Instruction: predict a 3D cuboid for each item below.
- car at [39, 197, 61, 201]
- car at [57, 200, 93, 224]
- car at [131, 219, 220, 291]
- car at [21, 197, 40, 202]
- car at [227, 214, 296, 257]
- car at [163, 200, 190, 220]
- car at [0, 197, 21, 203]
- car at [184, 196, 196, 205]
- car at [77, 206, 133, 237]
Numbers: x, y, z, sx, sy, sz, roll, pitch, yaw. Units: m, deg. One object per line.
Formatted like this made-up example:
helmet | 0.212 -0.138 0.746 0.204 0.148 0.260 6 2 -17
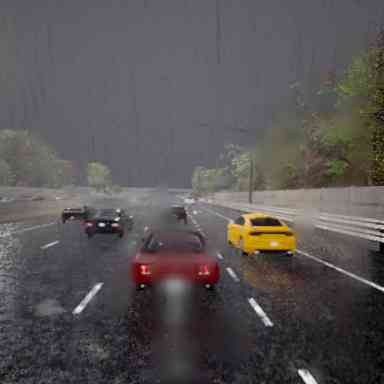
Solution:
car | -20.201 1.651 48.899 1.994 1.385 4.181 1 -1 -2
car | -8.294 1.571 25.124 2.128 1.511 4.902 1 -1 -3
car | -0.457 1.676 9.165 1.895 1.301 4.718 1 -1 -3
car | -23.803 1.545 50.957 1.837 1.490 4.892 1 0 -2
car | 2.700 1.654 13.900 1.882 1.535 5.008 1 -1 -3
car | -1.388 1.702 27.149 1.882 1.535 5.008 1 -1 -3
car | -27.263 1.519 50.256 2.033 1.411 5.357 1 -1 -2
car | -0.543 1.964 76.507 2.150 2.045 5.566 1 -1 -3
car | -4.446 1.635 18.455 2.033 1.411 5.357 1 -1 -3
